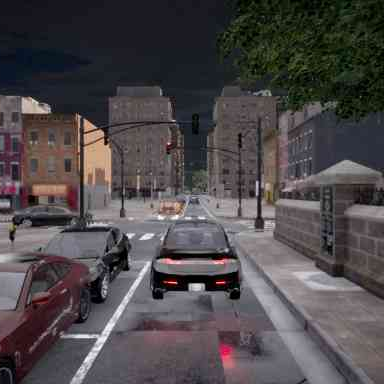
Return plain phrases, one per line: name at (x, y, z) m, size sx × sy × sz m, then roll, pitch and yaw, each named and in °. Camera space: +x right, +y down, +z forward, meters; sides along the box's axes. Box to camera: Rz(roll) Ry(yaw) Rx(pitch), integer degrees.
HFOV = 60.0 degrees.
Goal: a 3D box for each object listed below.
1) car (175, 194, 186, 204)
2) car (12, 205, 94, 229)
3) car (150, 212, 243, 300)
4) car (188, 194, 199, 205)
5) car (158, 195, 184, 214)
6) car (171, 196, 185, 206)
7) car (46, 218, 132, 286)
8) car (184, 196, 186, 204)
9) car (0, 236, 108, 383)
car at (-2.203, 1.334, 65.074) m, size 2.097 × 1.767 × 4.553 m, roll 0°, pitch 0°, yaw 1°
car at (-8.802, 1.583, 21.362) m, size 4.892 × 1.490 × 1.837 m, roll -1°, pitch 0°, yaw -5°
car at (0.093, 1.491, 8.386) m, size 2.128 × 1.511 × 4.902 m, roll 0°, pitch 0°, yaw 0°
car at (0.343, 1.509, 60.418) m, size 1.812 × 1.442 × 4.674 m, roll 0°, pitch 0°, yaw 0°
car at (-2.286, 1.343, 34.782) m, size 2.097 × 1.767 × 4.553 m, roll 0°, pitch 0°, yaw 1°
car at (-2.244, 1.478, 54.405) m, size 2.128 × 1.511 × 4.902 m, roll 0°, pitch 0°, yaw 0°
car at (-2.629, 1.565, 8.207) m, size 1.947 × 1.339 × 4.313 m, roll 0°, pitch 0°, yaw 0°
car at (-2.253, 1.553, 44.730) m, size 1.994 × 1.385 × 4.181 m, roll 0°, pitch 0°, yaw 0°
car at (-2.632, 1.582, 4.545) m, size 1.802 × 1.307 × 4.206 m, roll 0°, pitch 0°, yaw 0°
